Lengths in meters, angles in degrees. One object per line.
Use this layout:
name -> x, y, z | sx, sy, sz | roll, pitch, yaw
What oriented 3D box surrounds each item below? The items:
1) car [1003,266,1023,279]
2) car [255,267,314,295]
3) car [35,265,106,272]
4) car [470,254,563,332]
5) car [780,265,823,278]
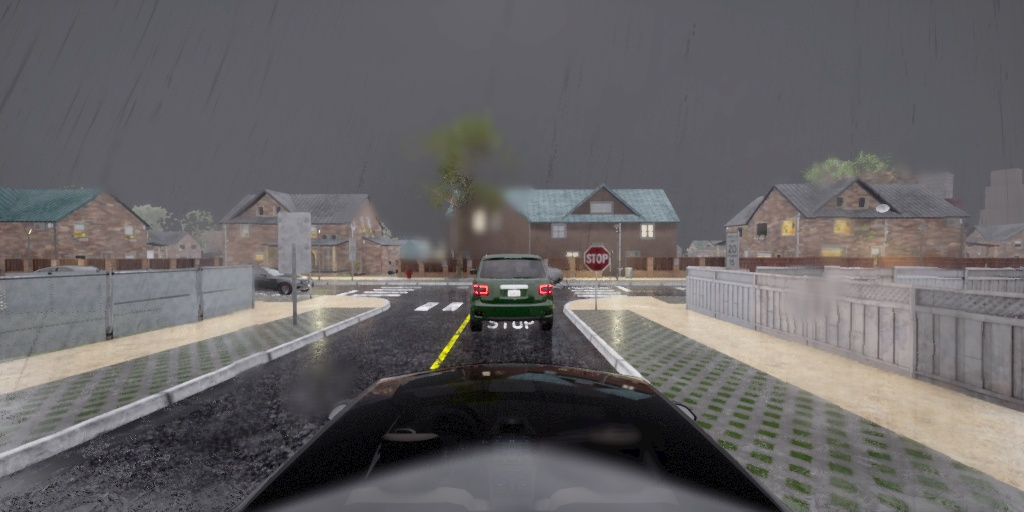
car -> 30.737, 1.261, 21.123 | 4.181, 1.385, 1.994 | 0, 1, -3
car -> -13.137, 1.300, 19.215 | 4.674, 1.442, 1.812 | 0, 1, 2
car -> -23.613, 1.247, 19.550 | 5.008, 1.535, 1.882 | 0, 1, 2
car -> -0.124, 0.967, 11.081 | 2.150, 2.045, 5.566 | 0, 0, -4
car -> 16.805, 1.246, 21.211 | 5.357, 1.411, 2.033 | 0, 1, 2
